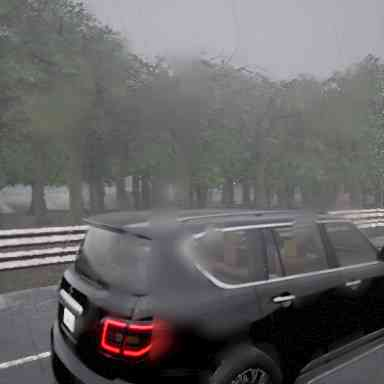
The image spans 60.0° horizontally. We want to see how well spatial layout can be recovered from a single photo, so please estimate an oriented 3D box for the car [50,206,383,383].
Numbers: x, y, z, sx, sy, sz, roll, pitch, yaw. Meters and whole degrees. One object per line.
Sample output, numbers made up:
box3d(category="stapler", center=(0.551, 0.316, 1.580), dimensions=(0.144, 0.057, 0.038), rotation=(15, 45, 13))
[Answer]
box3d(category="car", center=(1.110, 1.216, 4.483), dimensions=(5.566, 2.045, 2.150), rotation=(0, 0, -35))
